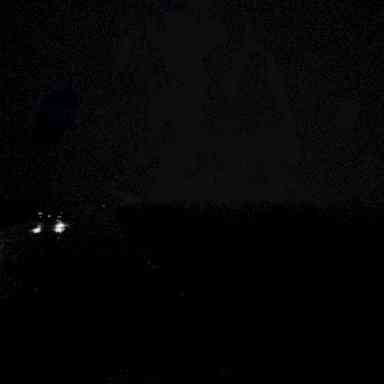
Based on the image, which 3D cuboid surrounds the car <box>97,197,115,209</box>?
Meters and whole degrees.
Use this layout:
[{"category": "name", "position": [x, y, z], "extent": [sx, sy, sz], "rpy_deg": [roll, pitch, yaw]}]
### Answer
[{"category": "car", "position": [-12.235, 1.603, 46.892], "extent": [1.837, 1.490, 4.892], "rpy_deg": [1, 0, -11]}]

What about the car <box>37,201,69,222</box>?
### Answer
[{"category": "car", "position": [-10.801, 1.481, 26.063], "extent": [1.837, 1.490, 4.892], "rpy_deg": [1, 0, -15]}]

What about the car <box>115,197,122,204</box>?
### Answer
[{"category": "car", "position": [-15.312, 1.740, 67.532], "extent": [2.033, 1.411, 5.357], "rpy_deg": [1, 0, -5]}]
